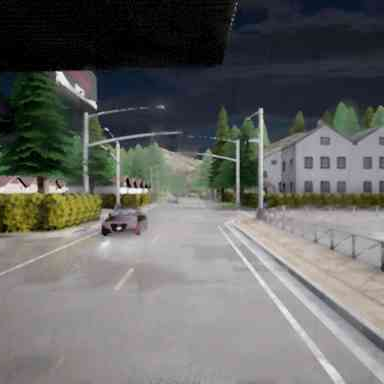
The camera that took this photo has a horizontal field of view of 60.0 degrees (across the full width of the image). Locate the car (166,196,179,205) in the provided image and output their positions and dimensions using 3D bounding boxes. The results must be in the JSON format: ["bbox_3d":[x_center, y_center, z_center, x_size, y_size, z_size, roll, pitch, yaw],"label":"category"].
[{"bbox_3d":[-3.516,1.560,61.739,1.812,1.442,4.674,0,0,1],"label":"car"}]

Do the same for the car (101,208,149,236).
[{"bbox_3d":[-3.545,1.575,18.180,1.994,1.385,4.181,0,0,1],"label":"car"}]
